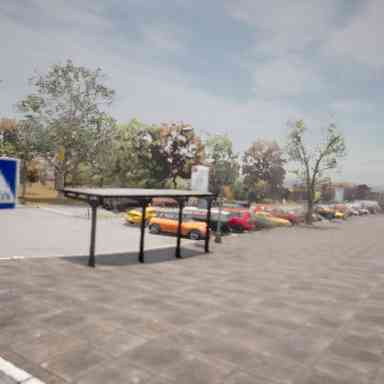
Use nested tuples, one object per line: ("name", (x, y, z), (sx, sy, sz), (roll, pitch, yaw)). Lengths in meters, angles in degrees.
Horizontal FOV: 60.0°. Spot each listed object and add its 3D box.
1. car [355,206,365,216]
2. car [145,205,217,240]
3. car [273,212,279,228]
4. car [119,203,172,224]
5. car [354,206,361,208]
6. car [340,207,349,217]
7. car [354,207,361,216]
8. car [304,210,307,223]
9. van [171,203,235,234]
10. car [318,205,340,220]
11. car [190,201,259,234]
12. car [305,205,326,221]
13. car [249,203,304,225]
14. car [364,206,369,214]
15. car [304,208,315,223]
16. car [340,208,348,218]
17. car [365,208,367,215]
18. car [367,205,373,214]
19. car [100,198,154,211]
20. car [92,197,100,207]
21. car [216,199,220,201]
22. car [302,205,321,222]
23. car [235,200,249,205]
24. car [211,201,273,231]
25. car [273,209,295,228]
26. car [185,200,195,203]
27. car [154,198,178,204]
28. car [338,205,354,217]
("car", (35.993, 4.395, 75.846), (4.553, 1.767, 2.185), (6, 2, 16))
("car", (-0.852, 2.377, 24.690), (4.553, 1.767, 2.185), (6, 2, 16))
("car", (6.254, 2.895, 34.406), (4.674, 1.452, 2.002), (6, 2, 16))
("car", (-3.642, 2.113, 29.395), (1.882, 1.535, 5.008), (6, 2, 36))
("car", (34.203, 4.453, 73.420), (4.674, 1.452, 2.002), (6, 2, 16))
("car", (25.301, 3.850, 61.270), (5.366, 1.575, 1.946), (6, 2, 16))
("car", (32.454, 4.305, 70.986), (5.008, 1.535, 2.097), (6, 1, 16))
("car", (11.540, 3.146, 41.712), (4.792, 1.488, 2.163), (6, 2, 16))
("van", (0.868, 2.358, 27.123), (4.442, 1.987, 1.878), (6, 2, 16))
("car", (20.300, 3.323, 53.899), (5.566, 2.045, 2.435), (6, 2, 16))
("car", (2.730, 2.429, 29.524), (5.566, 2.045, 2.435), (6, 2, 16))
("car", (16.736, 3.253, 49.037), (4.553, 1.767, 2.185), (6, 2, 16))
("car", (9.819, 2.781, 39.262), (5.566, 2.045, 2.435), (6, 2, 16))
("car", (39.472, 4.745, 80.741), (4.792, 1.488, 2.163), (6, 2, 16))
("car", (13.265, 3.203, 44.147), (4.892, 1.521, 2.231), (6, 2, 16))
("car", (23.914, 3.788, 58.739), (5.366, 1.575, 1.946), (6, 2, 16))
("car", (37.692, 4.660, 78.296), (4.674, 1.452, 2.002), (6, 2, 16))
("car", (41.244, 4.557, 83.169), (5.566, 2.045, 2.435), (6, 2, 16))
("car", (-7.478, 1.247, 39.004), (2.150, 2.045, 5.566), (6, 2, 35))
("car", (-9.743, 0.992, 40.966), (2.150, 2.045, 5.566), (6, 2, 36))
("car", (3.637, 1.919, 59.575), (1.882, 1.535, 5.008), (6, 2, 36))
("car", (15.049, 3.169, 46.574), (4.553, 1.767, 2.185), (6, 2, 16))
("car", (9.206, 2.366, 62.185), (2.128, 1.511, 4.902), (6, 2, 36))
("car", (4.554, 2.522, 31.950), (5.566, 2.045, 2.435), (6, 2, 16))
("car", (8.194, 2.958, 36.789), (5.366, 1.575, 1.946), (6, 2, 16))
("car", (0.136, 1.948, 49.605), (2.033, 1.411, 5.357), (6, 2, 36))
("car", (-3.834, 1.539, 49.183), (1.882, 1.535, 5.008), (6, 2, 36))
("car", (27.222, 3.727, 63.656), (5.566, 2.045, 2.435), (6, 2, 16))
